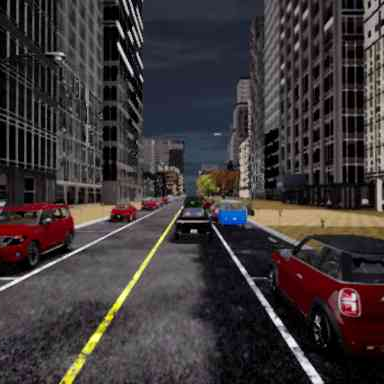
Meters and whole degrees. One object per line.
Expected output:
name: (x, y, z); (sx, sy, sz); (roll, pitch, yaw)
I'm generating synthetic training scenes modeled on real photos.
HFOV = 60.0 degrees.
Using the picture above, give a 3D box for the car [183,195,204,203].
car: (0.053, 1.422, 41.407); (2.150, 2.045, 5.566); (0, 0, 0)

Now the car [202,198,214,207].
car: (2.629, 1.793, 56.095); (1.752, 1.417, 4.829); (0, 0, 0)

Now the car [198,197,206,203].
car: (2.595, 1.944, 83.622); (1.887, 1.381, 4.507); (0, 0, 0)

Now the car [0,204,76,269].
car: (-5.696, 1.377, 11.603); (2.192, 1.841, 5.009); (0, 0, 0)

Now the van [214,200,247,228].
van: (2.670, 1.449, 22.692); (1.690, 1.788, 3.998); (0, 0, 0)

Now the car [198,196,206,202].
car: (2.589, 1.865, 89.161); (1.967, 1.590, 4.097); (0, 0, 0)

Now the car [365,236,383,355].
car: (2.698, 1.316, 0.535); (2.192, 1.841, 5.009); (0, 0, 0)

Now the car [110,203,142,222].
car: (-5.717, 1.687, 28.220); (1.887, 1.381, 4.507); (0, 0, 0)

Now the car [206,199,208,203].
car: (2.656, 1.687, 33.939); (1.752, 1.417, 4.829); (0, 0, 0)

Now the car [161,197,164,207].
car: (-5.744, 1.688, 50.376); (1.967, 1.590, 4.097); (0, 0, 0)

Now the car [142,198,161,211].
car: (-5.738, 1.767, 44.837); (1.887, 1.381, 4.507); (0, 0, 0)

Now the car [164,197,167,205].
car: (-5.751, 1.825, 55.915); (2.008, 1.369, 4.403); (0, 0, 0)

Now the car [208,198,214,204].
car: (2.663, 1.574, 28.231); (1.967, 1.590, 4.097); (0, 0, 0)

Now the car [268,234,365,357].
car: (2.690, 1.468, 6.074); (1.967, 1.590, 4.097); (0, 0, 0)

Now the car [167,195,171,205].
car: (-5.765, 1.872, 66.993); (1.887, 1.381, 4.507); (0, 0, 0)

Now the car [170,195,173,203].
car: (-5.771, 1.794, 72.534); (1.967, 1.590, 4.097); (0, 0, 0)

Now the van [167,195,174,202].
van: (-5.791, 1.774, 89.151); (1.690, 1.788, 3.998); (0, 0, 0)

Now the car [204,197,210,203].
car: (2.636, 1.681, 50.388); (1.967, 1.590, 4.097); (0, 0, 0)

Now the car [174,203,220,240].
car: (0.082, 1.577, 17.596); (2.128, 1.511, 4.902); (0, 0, 0)
